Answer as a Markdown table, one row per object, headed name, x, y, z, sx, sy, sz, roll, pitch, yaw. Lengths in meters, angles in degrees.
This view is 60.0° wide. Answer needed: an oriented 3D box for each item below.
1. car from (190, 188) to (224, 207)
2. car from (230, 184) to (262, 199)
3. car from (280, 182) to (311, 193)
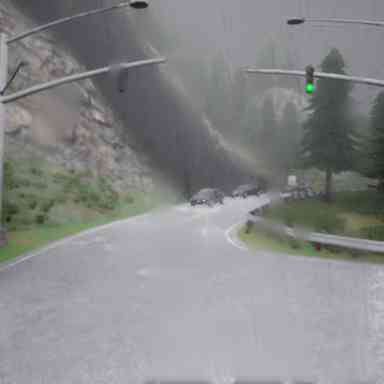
| name | x | y | z | sx | sy | sz | roll | pitch | yaw |
| --- | --- | --- | --- | --- | --- | --- | --- | --- | --- |
| car | 1.431 | 0.409 | 29.382 | 1.837 | 1.490 | 4.892 | 3 | 5 | 24 |
| car | 6.153 | -0.125 | 37.701 | 2.128 | 1.511 | 4.902 | 3 | 4 | 41 |
| car | 13.947 | -0.559 | 44.622 | 4.892 | 1.490 | 1.837 | -3 | 3 | -33 |
